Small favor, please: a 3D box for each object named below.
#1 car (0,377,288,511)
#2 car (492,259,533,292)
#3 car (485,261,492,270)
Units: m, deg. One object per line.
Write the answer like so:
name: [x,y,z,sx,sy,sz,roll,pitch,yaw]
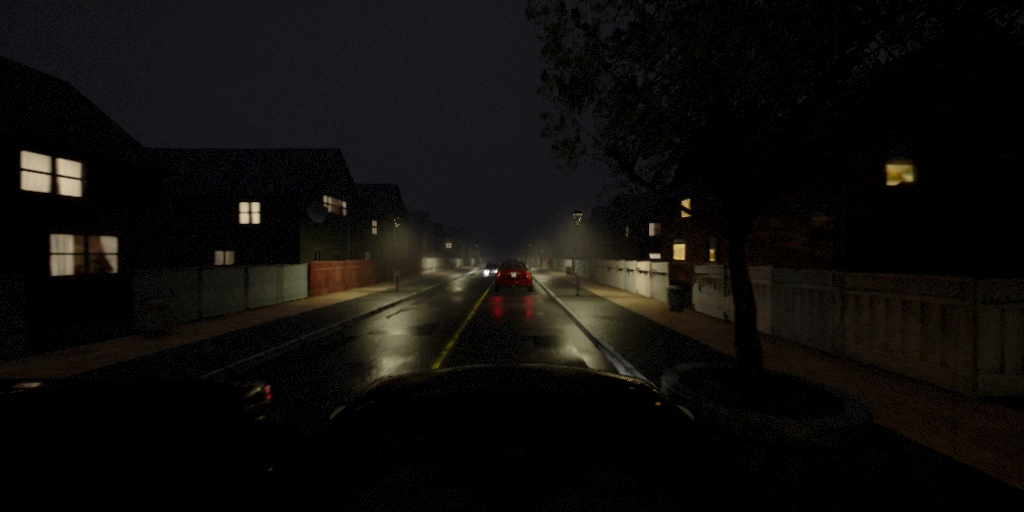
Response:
car: [-2.850,1.316,1.256,1.994,1.385,4.181,0,0,0]
car: [0.094,1.062,21.301,2.097,1.767,4.553,0,0,0]
car: [-2.784,1.335,51.976,1.895,1.301,4.718,0,0,0]
